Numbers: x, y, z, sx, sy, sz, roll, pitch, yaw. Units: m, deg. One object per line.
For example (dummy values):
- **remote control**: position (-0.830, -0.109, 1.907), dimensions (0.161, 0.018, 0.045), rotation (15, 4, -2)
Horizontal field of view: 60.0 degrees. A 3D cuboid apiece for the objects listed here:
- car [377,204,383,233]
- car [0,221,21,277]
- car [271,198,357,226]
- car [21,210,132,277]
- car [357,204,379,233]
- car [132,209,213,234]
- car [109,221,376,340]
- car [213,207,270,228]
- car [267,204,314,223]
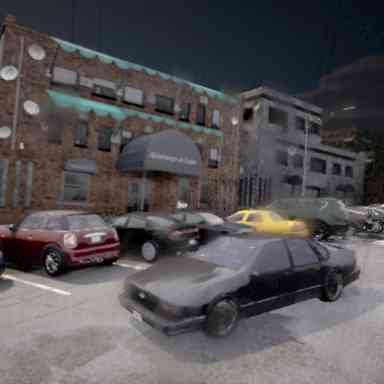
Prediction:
- **car**: position (9.953, 1.644, 20.613), dimensions (4.892, 1.521, 2.231), rotation (-1, -1, 35)
- **car**: position (-6.803, 1.510, 8.747), dimensions (4.674, 1.452, 2.002), rotation (-1, -1, 35)
- **car**: position (5.128, 1.314, 17.251), dimensions (5.566, 2.045, 2.435), rotation (-1, -1, 35)
- **car**: position (-4.395, 1.351, 10.422), dimensions (4.553, 1.767, 2.185), rotation (-1, -1, 35)
- **car**: position (7.552, 1.600, 18.920), dimensions (4.892, 1.521, 2.231), rotation (-1, -1, 35)
- **car**: position (-2.020, 1.489, 12.139), dimensions (5.008, 1.535, 2.097), rotation (-1, -1, 35)
- **car**: position (1.315, 1.563, 6.765), dimensions (5.357, 1.411, 2.033), rotation (0, 0, -35)
- **car**: position (0.363, 1.509, 13.846), dimensions (5.008, 1.535, 2.097), rotation (-1, -1, 35)
- **car**: position (2.610, 1.531, 15.645), dimensions (5.366, 1.575, 1.946), rotation (-1, -1, 35)
